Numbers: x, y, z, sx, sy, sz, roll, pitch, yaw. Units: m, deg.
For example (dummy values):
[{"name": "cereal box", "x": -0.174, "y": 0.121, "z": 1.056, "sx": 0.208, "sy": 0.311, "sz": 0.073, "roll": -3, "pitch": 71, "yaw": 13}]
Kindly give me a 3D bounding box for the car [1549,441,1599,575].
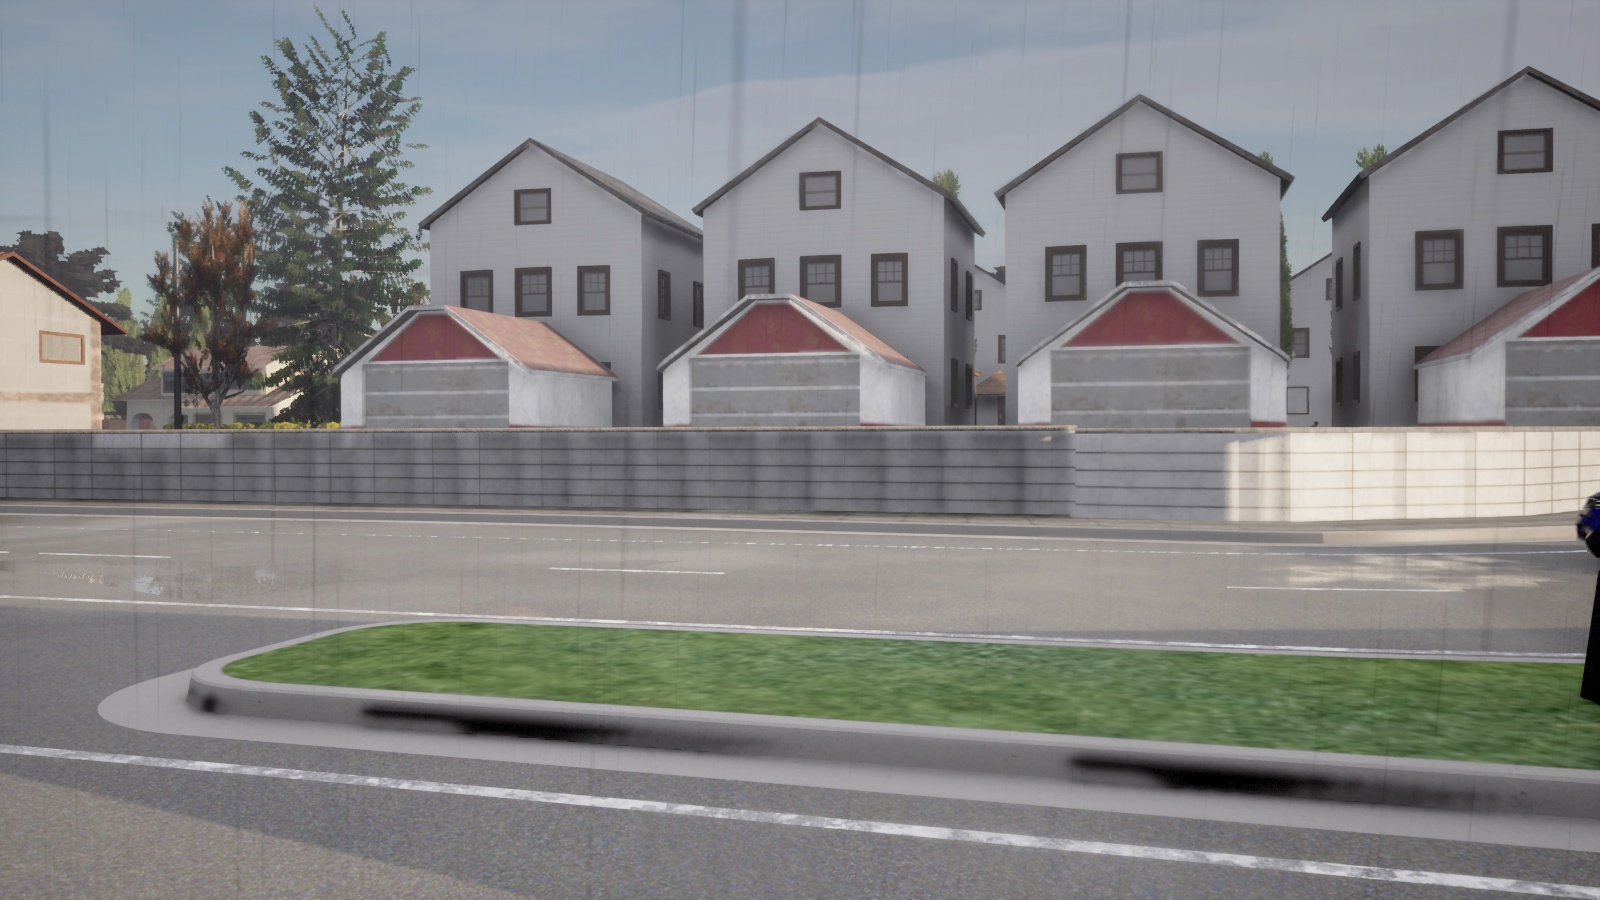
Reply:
[{"name": "car", "x": 10.952, "y": 0.649, "z": 14.522, "sx": 4.193, "sy": 1.474, "sz": 1.816, "roll": 0, "pitch": 1, "yaw": -24}]
